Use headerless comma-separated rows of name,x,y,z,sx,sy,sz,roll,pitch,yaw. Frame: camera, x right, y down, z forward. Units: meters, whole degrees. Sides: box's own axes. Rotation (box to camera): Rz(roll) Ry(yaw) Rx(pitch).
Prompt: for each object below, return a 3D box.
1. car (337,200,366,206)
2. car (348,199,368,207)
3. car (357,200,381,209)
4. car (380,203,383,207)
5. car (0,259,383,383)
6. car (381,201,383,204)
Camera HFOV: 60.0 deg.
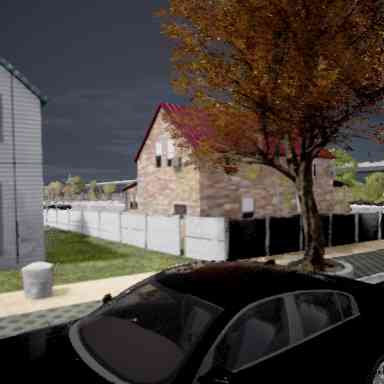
car,26.635,2.624,55.743,1.812,1.442,4.674,-1,-1,1
car,36.580,2.397,73.489,2.097,1.767,4.553,-1,-1,0
car,29.920,2.554,57.481,1.837,1.490,4.892,-1,-1,1
car,26.475,2.466,42.597,1.994,1.385,4.181,-1,-1,1
car,0.191,1.502,3.205,5.008,1.535,1.882,1,-1,-35
car,36.494,2.476,63.086,1.837,1.490,4.892,-1,-1,0
